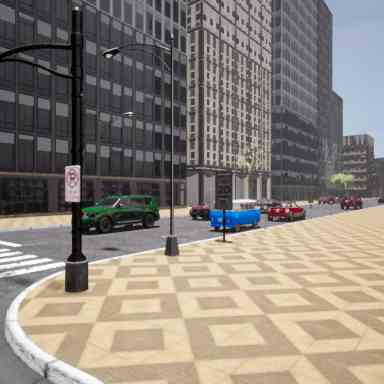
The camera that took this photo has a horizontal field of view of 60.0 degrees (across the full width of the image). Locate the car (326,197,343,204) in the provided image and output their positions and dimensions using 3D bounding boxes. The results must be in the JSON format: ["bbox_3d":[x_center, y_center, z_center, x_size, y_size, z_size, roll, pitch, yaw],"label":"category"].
[{"bbox_3d":[28.702,1.624,66.851,2.008,1.369,4.403,0,0,38],"label":"car"}]

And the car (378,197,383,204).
[{"bbox_3d":[38.338,1.658,66.430,1.947,1.339,4.313,0,0,38],"label":"car"}]

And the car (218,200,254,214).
[{"bbox_3d":[4.874,1.570,36.044,1.887,1.381,4.507,0,0,38],"label":"car"}]

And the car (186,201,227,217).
[{"bbox_3d":[1.470,1.602,31.643,1.802,1.307,4.206,0,0,38],"label":"car"}]

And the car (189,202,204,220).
[{"bbox_3d":[1.838,1.623,28.081,1.895,1.301,4.718,0,0,38],"label":"car"}]

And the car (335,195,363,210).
[{"bbox_3d":[21.319,1.368,44.426,2.192,1.841,5.009,0,0,38],"label":"car"}]

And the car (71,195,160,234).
[{"bbox_3d":[-4.377,1.237,20.013,2.150,2.045,5.566,0,0,39],"label":"car"}]

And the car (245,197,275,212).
[{"bbox_3d":[8.278,1.470,40.445,1.967,1.590,4.097,0,0,38],"label":"car"}]

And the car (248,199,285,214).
[{"bbox_3d":[8.222,1.522,36.319,2.128,1.511,4.902,0,0,38],"label":"car"}]

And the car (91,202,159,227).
[{"bbox_3d":[-4.655,1.539,23.935,1.752,1.417,4.829,0,0,38],"label":"car"}]

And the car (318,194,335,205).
[{"bbox_3d":[25.298,1.380,62.451,2.192,1.841,5.009,0,0,38],"label":"car"}]

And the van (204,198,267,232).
[{"bbox_3d":[2.726,1.367,20.204,1.690,1.788,3.998,0,0,38],"label":"van"}]

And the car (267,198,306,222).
[{"bbox_3d":[7.703,1.472,26.821,1.967,1.590,4.097,0,0,38],"label":"car"}]
